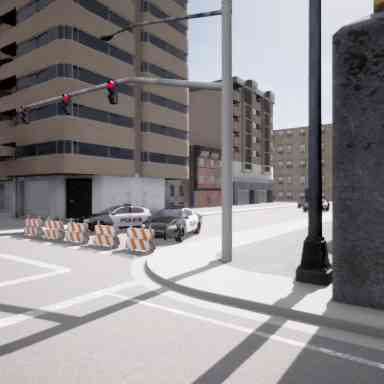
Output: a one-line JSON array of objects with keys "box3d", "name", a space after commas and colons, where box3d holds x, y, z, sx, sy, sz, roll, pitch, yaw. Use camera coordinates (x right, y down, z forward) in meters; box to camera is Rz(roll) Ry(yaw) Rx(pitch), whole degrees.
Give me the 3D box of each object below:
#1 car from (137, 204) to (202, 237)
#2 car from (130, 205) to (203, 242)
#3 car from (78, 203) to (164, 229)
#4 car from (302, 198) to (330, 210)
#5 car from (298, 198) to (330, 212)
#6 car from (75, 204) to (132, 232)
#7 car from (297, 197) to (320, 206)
[{"box3d": [-0.930, 1.299, 16.598, 1.853, 1.218, 4.536, 0, 0, 16], "name": "car"}, {"box3d": [-0.944, 1.456, 16.548, 2.038, 1.542, 4.974, 0, 0, 16], "name": "car"}, {"box3d": [-4.091, 1.300, 19.259, 4.536, 1.218, 1.853, 0, 0, -29], "name": "car"}, {"box3d": [14.359, 1.299, 38.367, 1.853, 1.218, 4.536, 0, 0, 36], "name": "car"}, {"box3d": [14.329, 1.456, 38.325, 2.038, 1.542, 4.974, 0, 0, 36], "name": "car"}, {"box3d": [-4.136, 1.458, 19.233, 4.974, 1.542, 2.038, 0, 0, -29], "name": "car"}, {"box3d": [16.567, 1.300, 47.285, 1.853, 1.218, 4.536, 0, 0, 36], "name": "car"}]
